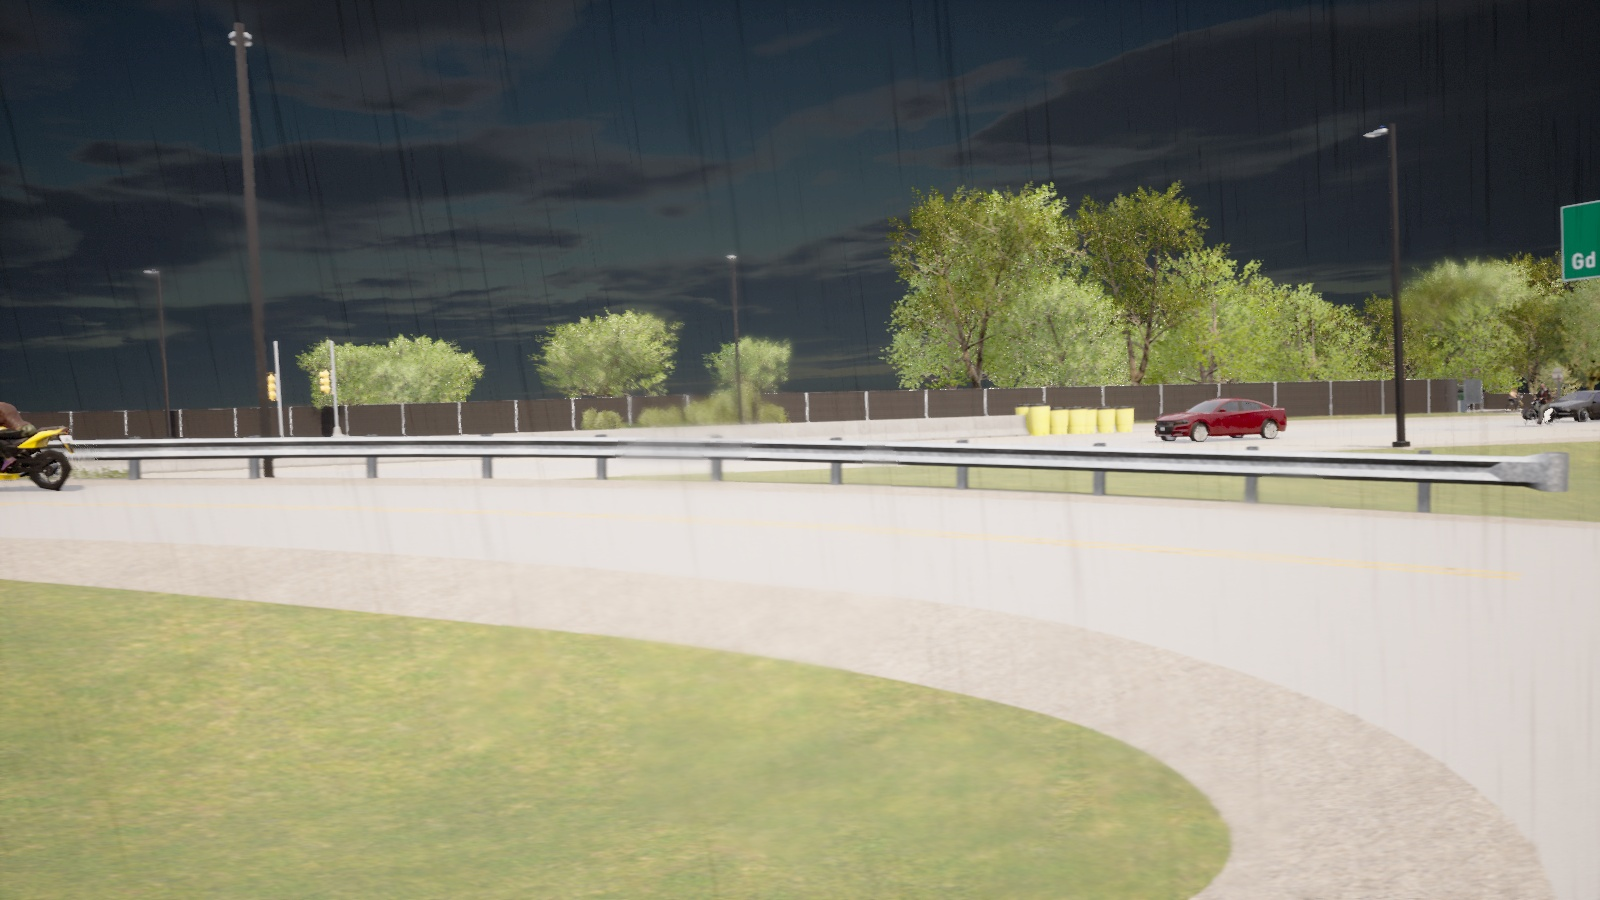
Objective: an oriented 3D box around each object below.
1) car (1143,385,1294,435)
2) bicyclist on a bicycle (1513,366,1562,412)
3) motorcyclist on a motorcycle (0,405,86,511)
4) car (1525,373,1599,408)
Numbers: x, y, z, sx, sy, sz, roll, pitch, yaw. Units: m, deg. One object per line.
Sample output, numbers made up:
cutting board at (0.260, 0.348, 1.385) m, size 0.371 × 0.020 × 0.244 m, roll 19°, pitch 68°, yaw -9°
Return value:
car at (14.961, -1.425, 44.884) m, size 5.008 × 1.535 × 1.882 m, roll -4°, pitch 2°, yaw -21°
bicyclist on a bicycle at (29.792, -2.455, 50.699) m, size 1.843 × 1.776 × 0.659 m, roll -3°, pitch 2°, yaw -21°
motorcyclist on a motorcycle at (-11.984, 0.124, 18.810) m, size 2.044 × 1.523 × 0.797 m, roll -2°, pitch 3°, yaw -3°
car at (35.645, -2.758, 56.756) m, size 5.357 × 1.411 × 2.033 m, roll -4°, pitch 2°, yaw -21°
